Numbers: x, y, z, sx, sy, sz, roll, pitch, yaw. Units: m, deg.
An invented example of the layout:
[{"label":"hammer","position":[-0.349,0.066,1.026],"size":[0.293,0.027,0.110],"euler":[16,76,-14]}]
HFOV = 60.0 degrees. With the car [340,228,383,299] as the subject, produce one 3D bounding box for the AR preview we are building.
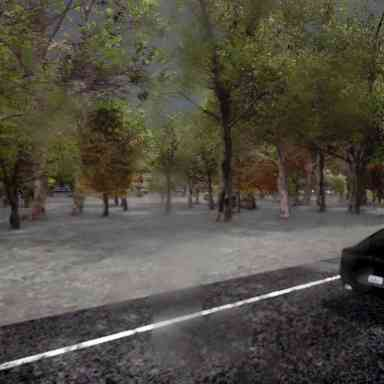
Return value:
[{"label":"car","position":[5.419,1.474,7.613],"size":[5.008,1.535,1.882],"euler":[0,0,-36]}]
